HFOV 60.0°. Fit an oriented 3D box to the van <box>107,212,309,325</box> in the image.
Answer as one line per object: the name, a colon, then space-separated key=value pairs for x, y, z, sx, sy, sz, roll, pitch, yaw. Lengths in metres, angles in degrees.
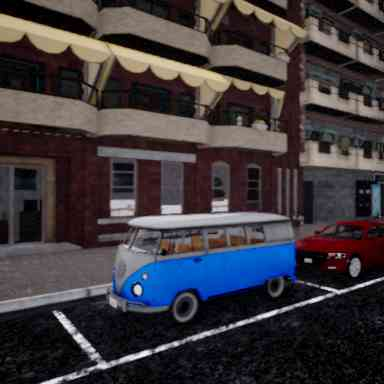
van: x=0.387 y=1.342 z=6.830 sx=3.998 sy=1.788 sz=1.690 roll=0 pitch=0 yaw=-35

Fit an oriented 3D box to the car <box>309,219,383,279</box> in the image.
car: x=4.884 y=1.546 z=10.036 sx=4.507 sy=1.381 sz=1.887 roll=0 pitch=0 yaw=-35
